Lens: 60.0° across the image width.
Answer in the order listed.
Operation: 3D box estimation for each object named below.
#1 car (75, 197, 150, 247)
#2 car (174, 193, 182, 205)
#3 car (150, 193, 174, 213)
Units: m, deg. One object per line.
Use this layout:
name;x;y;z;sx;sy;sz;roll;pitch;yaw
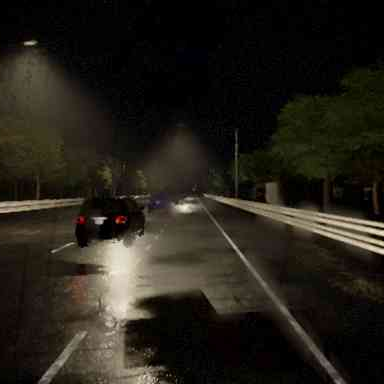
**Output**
car;-3.503;1.226;15.233;2.150;2.045;5.566;0;0;0
car;-3.501;1.254;59.989;2.150;2.045;5.566;0;0;0
car;-3.505;1.235;36.829;2.150;2.045;5.566;0;0;0
